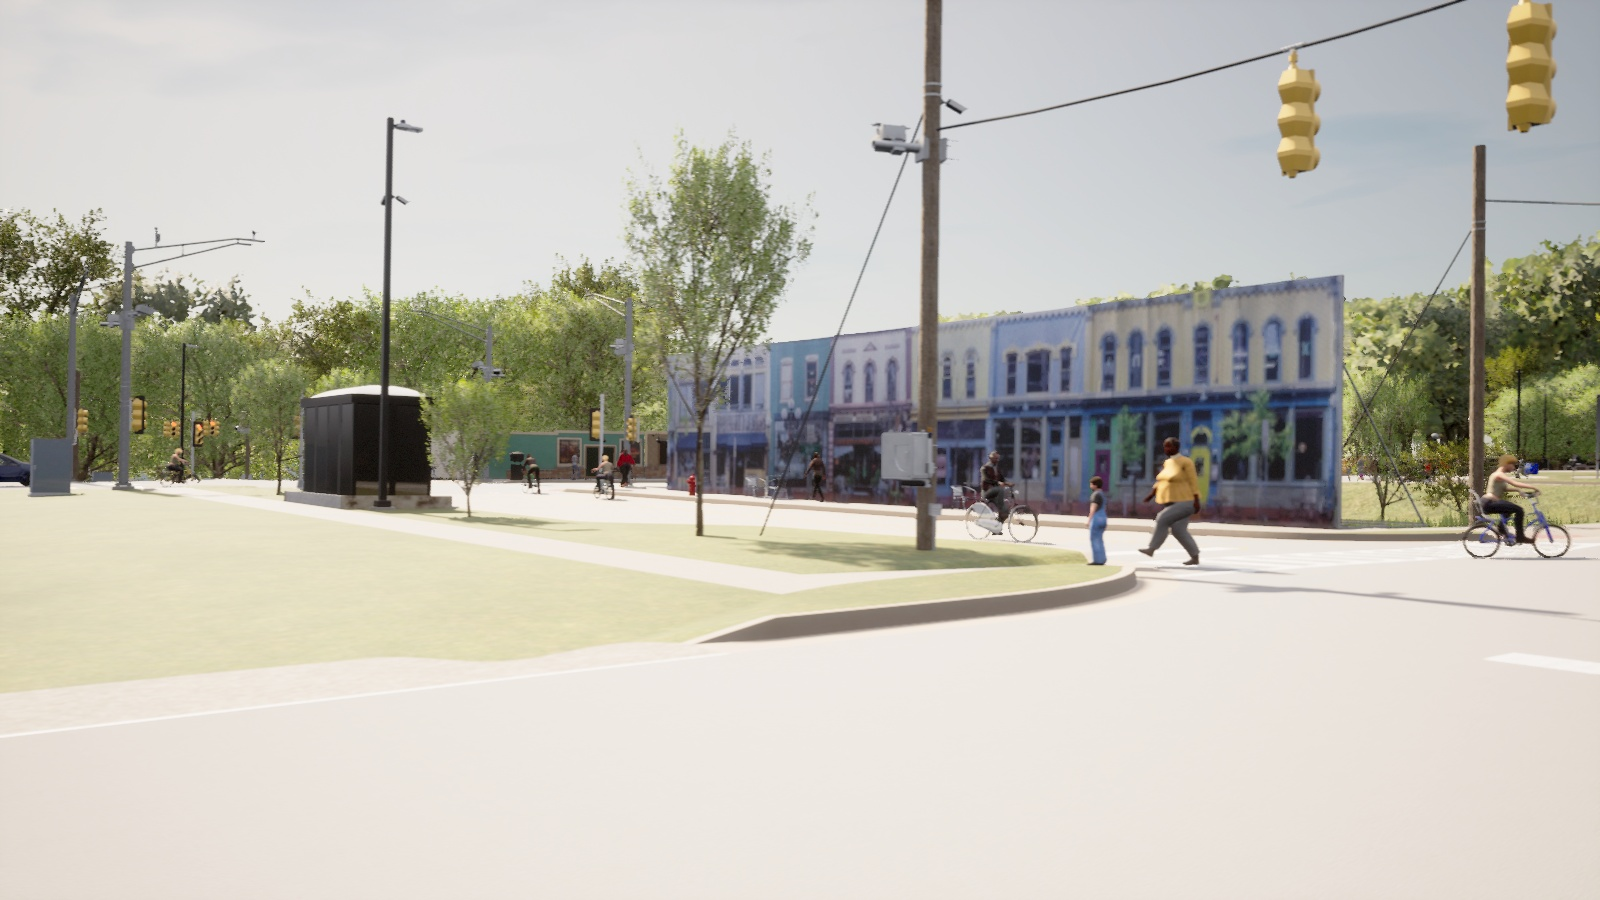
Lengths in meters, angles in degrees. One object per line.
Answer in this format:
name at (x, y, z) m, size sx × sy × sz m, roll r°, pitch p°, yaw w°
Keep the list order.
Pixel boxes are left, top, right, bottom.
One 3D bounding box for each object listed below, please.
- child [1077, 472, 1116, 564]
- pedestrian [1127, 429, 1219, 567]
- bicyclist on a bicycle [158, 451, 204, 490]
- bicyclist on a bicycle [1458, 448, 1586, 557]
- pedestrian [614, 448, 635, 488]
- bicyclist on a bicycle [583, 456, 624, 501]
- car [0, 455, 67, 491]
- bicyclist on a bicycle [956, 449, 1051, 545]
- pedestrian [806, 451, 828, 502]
child at (4.126, 0.935, 17.497) m, size 0.270 × 1.263 × 0.437 m, roll 1°, pitch -1°, yaw -43°
pedestrian at (5.168, 0.660, 17.429) m, size 0.900 × 1.855 × 0.874 m, roll 1°, pitch -1°, yaw -13°
bicyclist on a bicycle at (-25.628, 0.857, 51.988) m, size 1.509 × 1.612 × 0.866 m, roll 1°, pitch -1°, yaw -39°
bicyclist on a bicycle at (11.090, 0.826, 19.348) m, size 1.509 × 1.612 × 0.866 m, roll -2°, pitch -4°, yaw 18°
pedestrian at (-7.980, 0.819, 57.220) m, size 0.634 × 1.844 × 0.899 m, roll 1°, pitch -1°, yaw -30°
bicyclist on a bicycle at (-7.160, 1.027, 45.678) m, size 0.866 × 1.612 × 1.509 m, roll 1°, pitch 0°, yaw -36°
car at (-32.691, 0.925, 50.357) m, size 5.357 × 1.411 × 2.033 m, roll 0°, pitch 0°, yaw -43°
bicyclist on a bicycle at (3.916, 0.895, 24.306) m, size 0.659 × 1.776 × 1.843 m, roll 2°, pitch -2°, yaw -39°
pedestrian at (0.601, 0.940, 44.857) m, size 0.328 × 1.805 × 0.869 m, roll 1°, pitch -1°, yaw -32°
